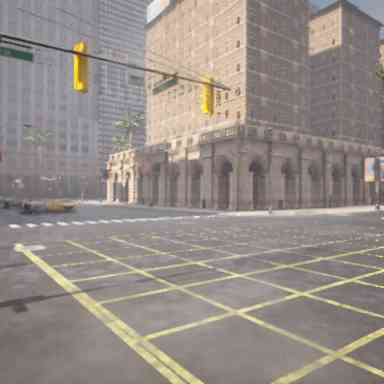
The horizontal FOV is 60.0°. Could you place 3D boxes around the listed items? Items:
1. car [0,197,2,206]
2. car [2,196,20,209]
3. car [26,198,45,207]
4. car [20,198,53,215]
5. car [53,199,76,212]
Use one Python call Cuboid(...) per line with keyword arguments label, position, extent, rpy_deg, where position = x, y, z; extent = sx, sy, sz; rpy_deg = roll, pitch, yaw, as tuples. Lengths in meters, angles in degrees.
Cuboid(label="car", position=(-31.960, 1.525, 56.763), extent=(1.837, 1.490, 4.892), rpy_deg=(0, 0, -35))
Cuboid(label="car", position=(-25.189, 1.524, 47.025), extent=(1.837, 1.490, 4.892), rpy_deg=(0, 0, -35))
Cuboid(label="car", position=(-24.567, 1.596, 52.241), extent=(1.994, 1.385, 4.181), rpy_deg=(0, 0, -35))
Cuboid(label="car", position=(-16.270, 1.547, 34.667), extent=(1.812, 1.442, 4.674), rpy_deg=(0, 0, -36))
Cuboid(label="car", position=(-15.049, 1.509, 38.790), extent=(1.882, 1.535, 5.008), rpy_deg=(0, 0, -36))
